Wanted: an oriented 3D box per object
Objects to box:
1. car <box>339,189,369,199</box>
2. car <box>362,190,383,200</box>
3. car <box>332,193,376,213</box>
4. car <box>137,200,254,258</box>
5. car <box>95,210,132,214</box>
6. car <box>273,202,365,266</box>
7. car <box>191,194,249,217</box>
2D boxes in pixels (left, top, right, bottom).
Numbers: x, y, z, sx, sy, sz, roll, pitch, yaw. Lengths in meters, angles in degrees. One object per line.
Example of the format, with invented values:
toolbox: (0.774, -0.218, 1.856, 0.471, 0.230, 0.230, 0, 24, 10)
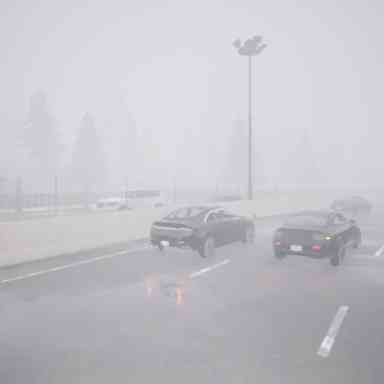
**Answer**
car: (25.849, 0.268, 53.057, 4.892, 1.490, 1.837, -1, 1, -29)
car: (27.879, 0.379, 50.182, 4.181, 1.385, 1.994, -1, 1, -29)
car: (12.154, 0.933, 25.411, 4.674, 1.442, 1.812, -1, 2, -45)
car: (0.576, 1.238, 11.758, 2.128, 1.511, 4.902, 0, 1, 34)
car: (-4.149, 0.745, 23.317, 2.150, 2.045, 5.566, 1, 1, 39)
car: (4.104, 1.278, 10.717, 1.812, 1.442, 4.674, 0, 1, 35)
car: (2.226, 0.956, 25.398, 1.837, 1.490, 4.892, 0, 1, 42)
